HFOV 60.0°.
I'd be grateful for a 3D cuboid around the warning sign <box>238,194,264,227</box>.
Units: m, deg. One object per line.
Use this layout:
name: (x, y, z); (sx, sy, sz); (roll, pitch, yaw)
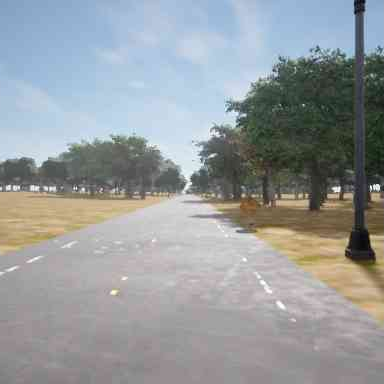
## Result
warning sign: (3.507, 1.128, 19.994); (1.300, 1.860, 1.060); (-3, -3, 0)
